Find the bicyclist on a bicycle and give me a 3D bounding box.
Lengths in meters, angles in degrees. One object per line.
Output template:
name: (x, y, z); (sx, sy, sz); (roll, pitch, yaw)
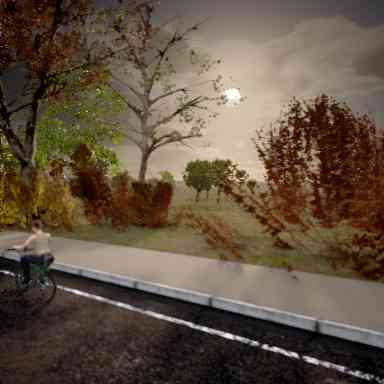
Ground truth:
bicyclist on a bicycle: (-3.303, 1.393, 6.991); (1.509, 1.612, 0.866); (0, 0, 35)
